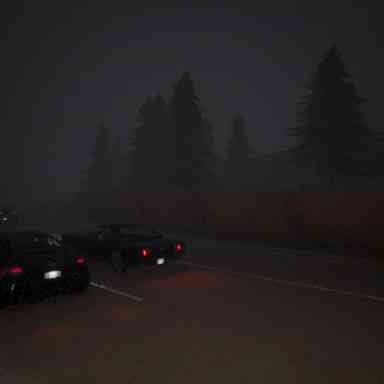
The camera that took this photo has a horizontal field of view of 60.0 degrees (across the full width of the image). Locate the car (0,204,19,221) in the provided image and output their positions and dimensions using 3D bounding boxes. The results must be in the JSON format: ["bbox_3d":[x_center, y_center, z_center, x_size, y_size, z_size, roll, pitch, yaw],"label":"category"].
[{"bbox_3d":[-14.087,1.643,24.601,2.128,1.511,4.902,1,-1,-35],"label":"car"}]

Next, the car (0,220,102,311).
[{"bbox_3d":[-4.246,1.618,7.990,4.181,1.385,1.994,0,-1,43],"label":"car"}]

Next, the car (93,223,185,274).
[{"bbox_3d":[-2.512,1.698,11.068,4.718,1.301,1.895,0,-1,43],"label":"car"}]
